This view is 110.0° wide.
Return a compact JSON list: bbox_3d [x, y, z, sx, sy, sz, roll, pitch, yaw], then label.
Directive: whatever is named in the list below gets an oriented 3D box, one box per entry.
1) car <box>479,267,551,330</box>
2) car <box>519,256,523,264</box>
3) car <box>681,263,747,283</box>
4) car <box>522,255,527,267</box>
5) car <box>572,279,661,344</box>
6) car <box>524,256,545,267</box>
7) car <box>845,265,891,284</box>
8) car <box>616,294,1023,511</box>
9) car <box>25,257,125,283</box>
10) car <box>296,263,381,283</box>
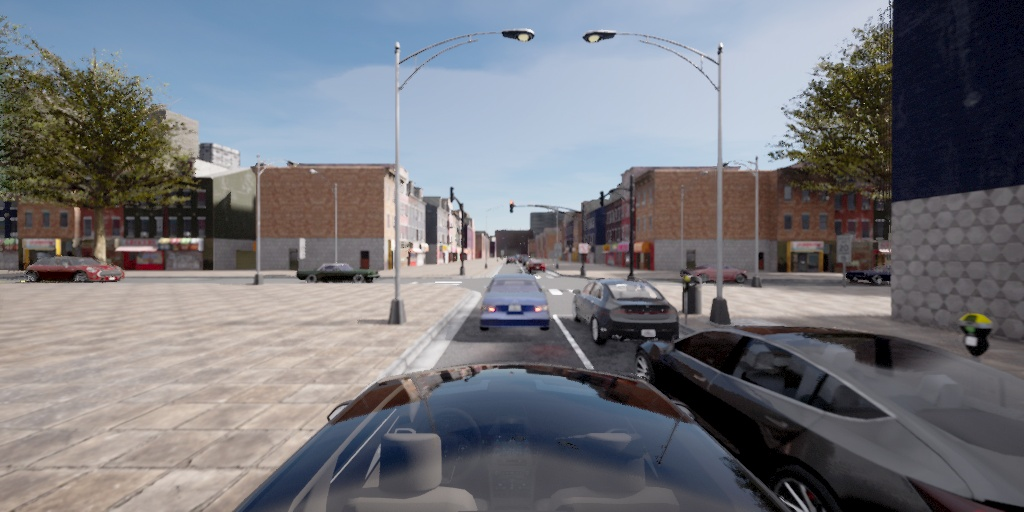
[{"bbox_3d":[0.065,1.218,10.716,2.033,1.411,5.357,0,0,0],"label":"car"},{"bbox_3d":[2.525,0.910,55.174,1.948,1.339,4.313,0,0,0],"label":"car"},{"bbox_3d":[14.496,1.200,25.866,4.181,1.385,1.994,0,0,0],"label":"car"},{"bbox_3d":[2.549,0.941,43.986,1.751,1.417,4.829,0,0,0],"label":"car"},{"bbox_3d":[2.624,1.235,9.108,2.007,1.370,4.403,0,0,0],"label":"car"},{"bbox_3d":[2.561,1.001,38.137,1.888,1.381,4.507,0,0,0],"label":"car"},{"bbox_3d":[26.922,1.329,25.818,4.718,1.301,1.895,0,0,0],"label":"car"},{"bbox_3d":[2.636,1.300,3.433,1.948,1.339,4.313,0,0,0],"label":"car"},{"bbox_3d":[-27.981,0.856,23.076,4.553,1.767,2.097,0,0,0],"label":"car"},{"bbox_3d":[-11.009,1.129,23.008,4.718,1.301,1.895,0,0,0],"label":"car"}]
